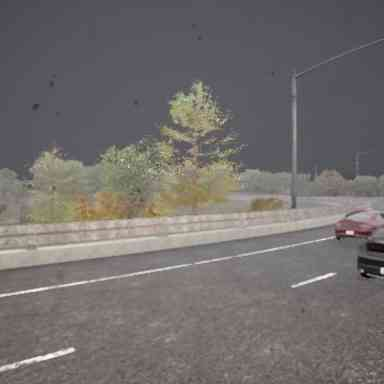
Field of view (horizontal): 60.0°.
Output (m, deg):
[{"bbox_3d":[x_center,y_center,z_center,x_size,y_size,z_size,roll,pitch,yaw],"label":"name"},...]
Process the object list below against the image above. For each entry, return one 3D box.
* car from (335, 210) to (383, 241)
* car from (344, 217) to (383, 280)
[{"bbox_3d":[8.450,1.591,15.881,4.674,1.442,1.812,0,0,-44],"label":"car"},{"bbox_3d":[6.214,1.542,9.036,4.892,1.490,1.837,0,0,-41],"label":"car"}]
